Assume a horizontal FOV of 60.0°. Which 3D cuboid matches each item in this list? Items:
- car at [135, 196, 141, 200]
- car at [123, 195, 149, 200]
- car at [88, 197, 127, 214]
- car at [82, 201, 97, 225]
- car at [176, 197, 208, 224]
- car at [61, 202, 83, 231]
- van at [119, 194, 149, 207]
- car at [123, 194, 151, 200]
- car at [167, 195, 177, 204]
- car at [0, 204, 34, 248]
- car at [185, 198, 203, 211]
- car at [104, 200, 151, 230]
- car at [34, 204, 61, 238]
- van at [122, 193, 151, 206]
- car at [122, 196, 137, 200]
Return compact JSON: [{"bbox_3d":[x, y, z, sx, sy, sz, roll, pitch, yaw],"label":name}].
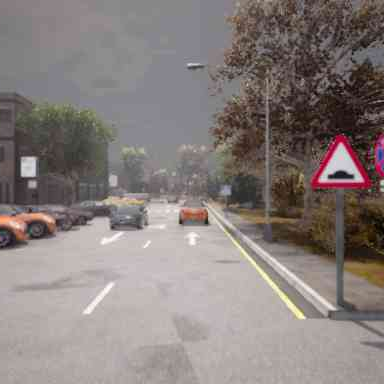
[{"bbox_3d":[-8.916,1.546,37.762,5.366,1.575,1.946,-1,0,-20],"label":"car"},{"bbox_3d":[-9.256,1.565,46.648,5.366,1.575,1.946,-1,0,-20],"label":"car"},{"bbox_3d":[-9.114,1.537,31.696,4.892,1.521,2.231,-1,0,-20],"label":"car"},{"bbox_3d":[-9.148,1.554,22.696,4.674,1.452,2.002,-1,0,-20],"label":"car"},{"bbox_3d":[0.123,1.387,25.516,2.097,1.767,4.553,0,0,0],"label":"car"},{"bbox_3d":[-9.136,1.536,19.704,4.792,1.488,2.163,-1,0,-20],"label":"car"},{"bbox_3d":[-9.219,1.286,52.661,4.442,1.987,1.878,-1,1,-20],"label":"van"},{"bbox_3d":[-9.101,1.541,49.716,5.008,1.535,2.097,-1,0,-20],"label":"car"},{"bbox_3d":[-3.663,1.403,63.598,2.128,1.511,4.902,0,1,3],"label":"car"},{"bbox_3d":[-9.236,1.372,13.684,4.553,1.767,2.185,-1,0,-20],"label":"car"},{"bbox_3d":[0.216,1.568,42.247,2.128,1.511,4.902,0,0,0],"label":"car"},{"bbox_3d":[-3.947,1.530,21.452,1.837,1.490,4.892,0,0,0],"label":"car"},{"bbox_3d":[-9.215,1.376,16.685,4.553,1.767,2.185,-1,0,-20],"label":"car"},{"bbox_3d":[-9.233,1.254,55.662,4.442,1.987,1.878,-1,1,-20],"label":"van"},{"bbox_3d":[-8.922,1.538,34.760,5.366,1.575,1.946,-1,0,-20],"label":"car"}]
